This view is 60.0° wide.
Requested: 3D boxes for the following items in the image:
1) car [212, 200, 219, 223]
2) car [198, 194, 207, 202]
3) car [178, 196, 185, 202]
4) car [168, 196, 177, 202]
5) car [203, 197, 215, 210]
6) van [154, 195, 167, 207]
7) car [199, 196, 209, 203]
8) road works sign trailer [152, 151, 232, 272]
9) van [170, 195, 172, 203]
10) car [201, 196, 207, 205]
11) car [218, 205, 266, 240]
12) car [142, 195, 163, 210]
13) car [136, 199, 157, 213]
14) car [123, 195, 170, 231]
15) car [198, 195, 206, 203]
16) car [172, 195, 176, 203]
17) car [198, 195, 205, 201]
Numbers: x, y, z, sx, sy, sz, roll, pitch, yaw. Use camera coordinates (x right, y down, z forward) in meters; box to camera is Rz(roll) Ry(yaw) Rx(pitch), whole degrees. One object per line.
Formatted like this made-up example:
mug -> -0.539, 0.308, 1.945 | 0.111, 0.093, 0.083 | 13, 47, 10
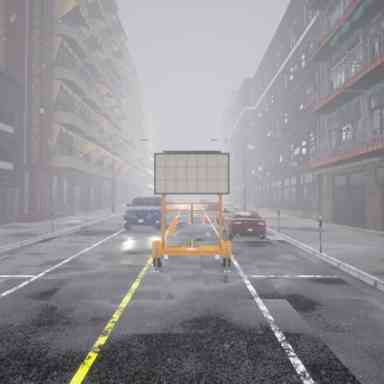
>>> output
car -> 2.602, 1.553, 22.771 | 1.752, 1.417, 4.829 | 1, 0, 0
car -> 2.622, 1.546, 83.439 | 2.192, 1.841, 5.009 | 1, 0, 0
car -> -2.682, 1.802, 84.589 | 1.994, 1.385, 4.181 | 0, 0, 0
car -> -5.226, 1.825, 89.036 | 1.947, 1.339, 4.313 | 1, 0, 0
car -> 2.615, 1.611, 39.191 | 1.887, 1.381, 4.507 | 1, 0, 0
van -> -5.246, 1.456, 55.852 | 1.690, 1.788, 3.998 | 2, 0, 0
car -> 2.652, 1.621, 72.377 | 1.967, 1.590, 4.097 | 1, 0, 0
road works sign trailer -> -0.002, 0.474, 10.752 | 2.380, 3.560, 2.880 | 0, 0, 0
van -> -5.243, 1.477, 61.384 | 1.690, 1.788, 3.998 | 1, 0, 0
car -> 2.619, 1.632, 44.723 | 2.008, 1.369, 4.403 | 1, 0, 0
car -> 2.597, 1.563, 17.069 | 1.887, 1.381, 4.507 | 1, 0, 0
car -> -5.255, 1.396, 44.793 | 2.192, 1.841, 5.009 | 2, 0, 0
car -> -5.265, 1.591, 39.091 | 1.752, 1.417, 4.829 | 2, 0, 0
car -> -2.833, 1.246, 21.210 | 2.150, 2.045, 5.566 | 0, 0, 0
car -> 2.633, 1.680, 61.315 | 1.887, 1.381, 4.507 | 1, 0, 0
car -> -5.233, 1.497, 72.444 | 2.192, 1.841, 5.009 | 1, 0, 0
car -> 2.627, 1.729, 94.502 | 1.967, 1.590, 4.097 | 1, 0, 0
